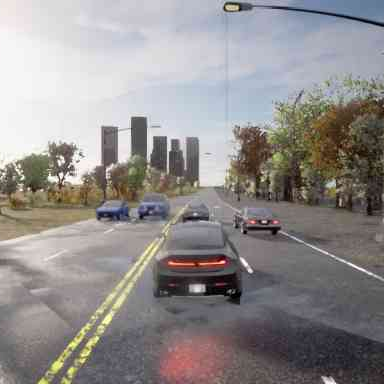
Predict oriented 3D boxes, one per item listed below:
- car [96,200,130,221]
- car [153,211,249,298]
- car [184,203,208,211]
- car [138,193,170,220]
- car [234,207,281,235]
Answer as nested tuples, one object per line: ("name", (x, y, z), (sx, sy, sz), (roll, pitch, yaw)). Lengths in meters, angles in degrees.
("car", (-6.360, 1.453, 27.187), (1.882, 1.535, 5.008), (0, 0, 1))
("car", (0.120, 1.490, 8.503), (1.837, 1.490, 4.892), (-1, 1, 1))
("car", (0.298, 1.527, 25.693), (1.994, 1.385, 4.181), (-1, 1, 2))
("car", (-3.115, 1.170, 28.179), (2.150, 2.045, 5.566), (-1, 1, 1))
("car", (3.506, 1.523, 18.731), (2.033, 1.411, 5.357), (0, 0, 0))
